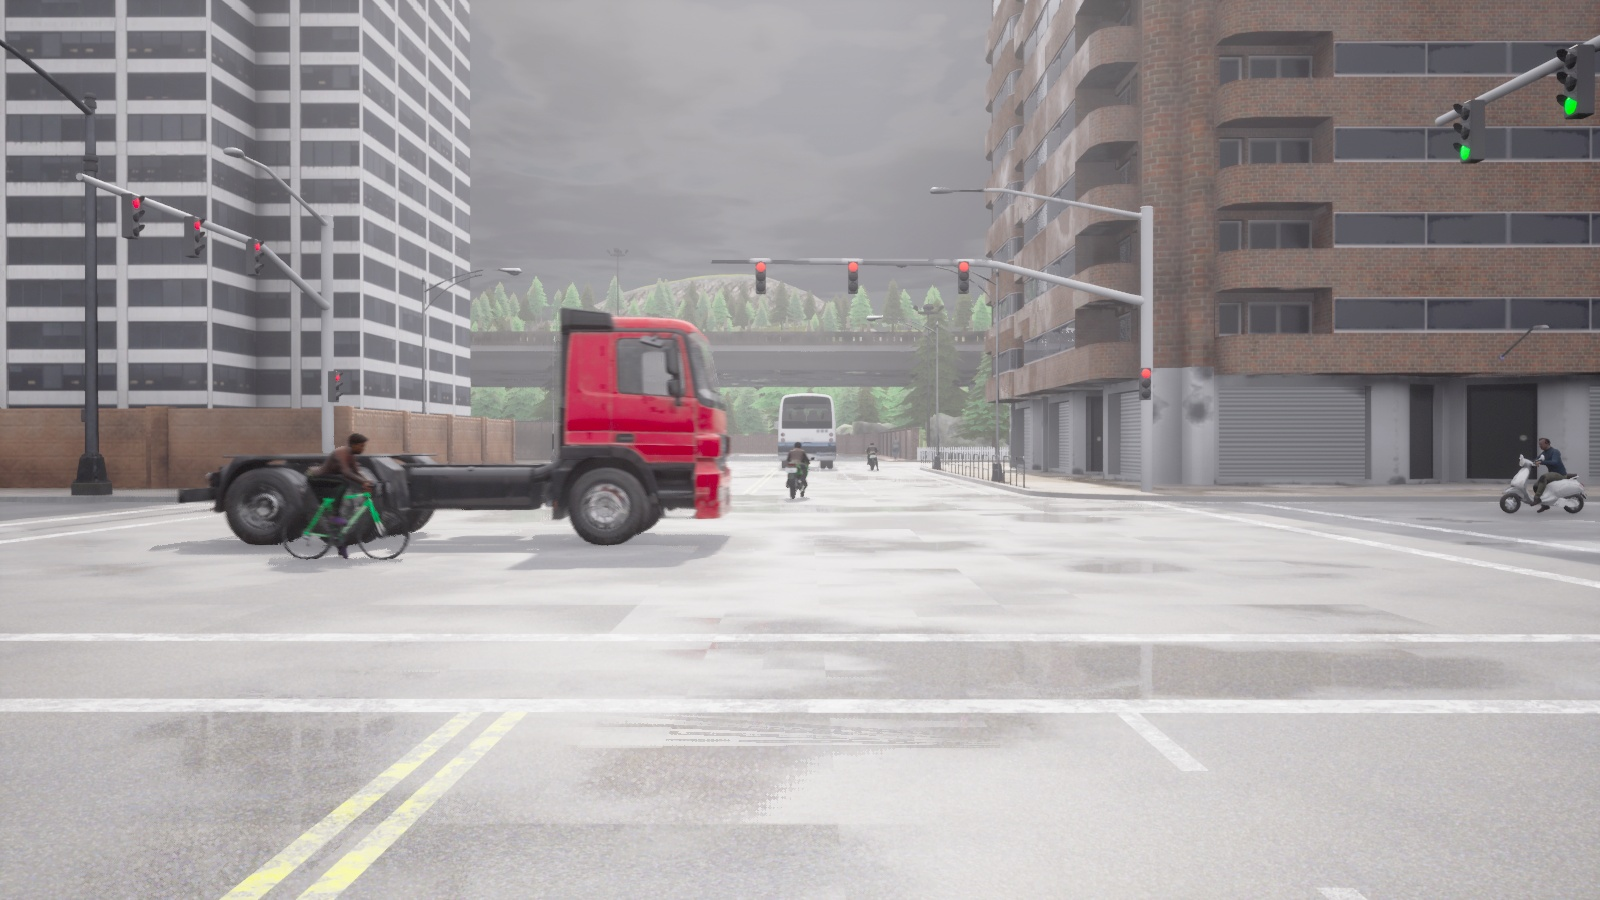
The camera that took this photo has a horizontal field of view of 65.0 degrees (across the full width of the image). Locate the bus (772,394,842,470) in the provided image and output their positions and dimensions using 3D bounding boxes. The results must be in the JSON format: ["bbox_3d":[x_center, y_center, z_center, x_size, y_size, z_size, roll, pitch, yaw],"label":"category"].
[{"bbox_3d":[0.423,-1.061,75.429,3.944,4.253,10.273,0,0,0],"label":"bus"}]

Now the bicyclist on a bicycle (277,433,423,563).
[{"bbox_3d":[-5.731,0.604,16.032,1.656,1.620,0.582,0,0,1],"label":"bicyclist on a bicycle"}]

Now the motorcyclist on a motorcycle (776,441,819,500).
[{"bbox_3d":[-0.043,0.538,33.735,0.797,1.523,2.044,-1,0,10],"label":"motorcyclist on a motorcycle"}]

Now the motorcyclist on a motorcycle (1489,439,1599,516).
[{"bbox_3d":[15.578,0.564,26.303,1.817,1.590,0.866,0,0,1],"label":"motorcyclist on a motorcycle"}]

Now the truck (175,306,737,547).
[{"bbox_3d":[-5.027,-0.350,19.520,7.936,3.462,2.891,0,0,1],"label":"truck"}]
